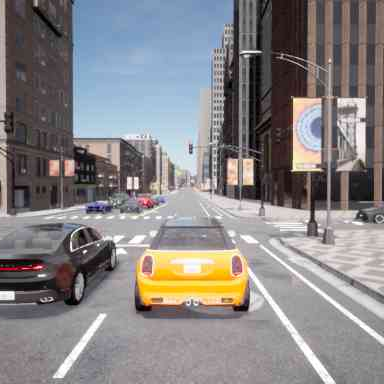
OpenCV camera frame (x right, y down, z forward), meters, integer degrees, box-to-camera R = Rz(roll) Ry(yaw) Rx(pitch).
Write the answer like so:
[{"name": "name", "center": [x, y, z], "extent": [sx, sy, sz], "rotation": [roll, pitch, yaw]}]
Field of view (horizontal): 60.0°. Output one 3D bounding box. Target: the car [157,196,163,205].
[{"name": "car", "center": [-6.584, 1.592, 55.980], "extent": [1.994, 1.385, 4.181], "rotation": [0, 0, 0]}]

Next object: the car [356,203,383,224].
[{"name": "car", "center": [13.986, 1.470, 23.566], "extent": [4.181, 1.385, 1.994], "rotation": [0, 1, 0]}]

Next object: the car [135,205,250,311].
[{"name": "car", "center": [0.010, 1.351, 7.897], "extent": [2.097, 1.767, 4.553], "rotation": [0, 0, 0]}]

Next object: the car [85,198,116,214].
[{"name": "car", "center": [-9.850, 1.616, 35.571], "extent": [1.895, 1.301, 4.718], "rotation": [0, 0, 0]}]

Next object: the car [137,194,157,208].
[{"name": "car", "center": [-6.599, 1.245, 46.007], "extent": [2.150, 2.045, 5.566], "rotation": [0, 0, 1]}]

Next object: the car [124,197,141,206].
[{"name": "car", "center": [-9.818, 1.592, 55.288], "extent": [1.994, 1.385, 4.181], "rotation": [0, 0, 2]}]

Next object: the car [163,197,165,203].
[{"name": "car", "center": [-6.519, 1.509, 67.086], "extent": [1.882, 1.535, 5.008], "rotation": [0, 0, 0]}]

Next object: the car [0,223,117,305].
[{"name": "car", "center": [-3.153, 1.504, 8.042], "extent": [1.837, 1.490, 4.892], "rotation": [0, 0, 0]}]

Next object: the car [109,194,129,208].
[{"name": "car", "center": [-9.843, 1.244, 45.330], "extent": [2.150, 2.045, 5.566], "rotation": [0, 0, 1]}]

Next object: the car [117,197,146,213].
[{"name": "car", "center": [-6.601, 1.581, 36.730], "extent": [1.994, 1.385, 4.181], "rotation": [0, 0, 0]}]
